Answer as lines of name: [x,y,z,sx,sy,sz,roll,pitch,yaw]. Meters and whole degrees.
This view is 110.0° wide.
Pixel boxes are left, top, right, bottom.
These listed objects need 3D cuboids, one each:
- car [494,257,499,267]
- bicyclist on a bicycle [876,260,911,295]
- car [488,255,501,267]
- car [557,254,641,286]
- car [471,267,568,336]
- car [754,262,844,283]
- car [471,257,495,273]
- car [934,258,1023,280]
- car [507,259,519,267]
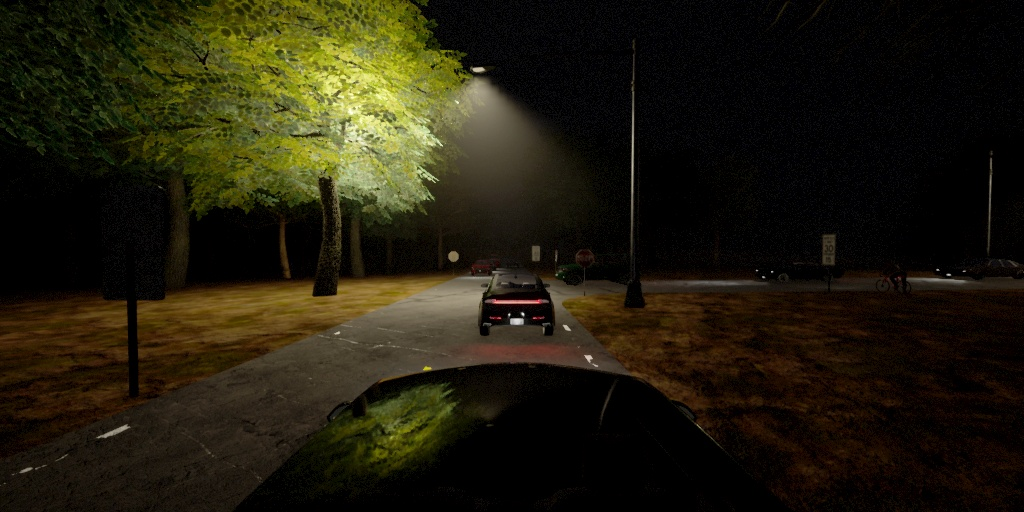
car: [-3.022,1.170,46.710,1.812,1.442,4.674,0,0,0]
bicyclist on a bicycle: [18.570,1.038,17.492,0.582,1.620,1.656,-1,0,0]
car: [-2.955,0.813,57.108,2.150,2.045,5.566,0,0,1]
car: [5.692,0.867,23.881,5.566,2.045,2.150,0,1,-5]
car: [0.113,1.235,10.360,2.128,1.511,4.902,0,0,0]
car: [19.005,1.070,23.944,4.718,1.301,1.895,-1,1,0]
car: [-3.028,1.155,36.706,1.882,1.535,5.008,0,0,0]
car: [32.084,0.863,24.358,5.357,1.411,2.033,0,1,-4]
car: [0.195,1.135,60.453,1.994,1.385,4.181,0,0,0]
